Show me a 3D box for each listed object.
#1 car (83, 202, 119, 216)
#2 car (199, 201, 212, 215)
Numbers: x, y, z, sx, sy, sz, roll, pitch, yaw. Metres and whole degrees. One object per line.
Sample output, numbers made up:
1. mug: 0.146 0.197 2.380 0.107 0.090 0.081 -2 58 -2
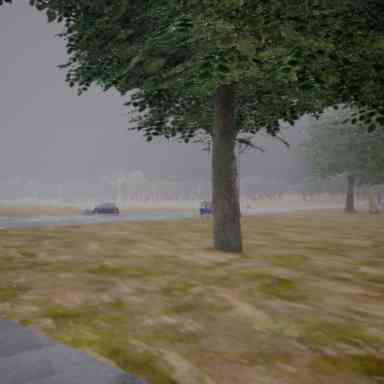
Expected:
1. car: -11.490 2.079 42.115 2.097 1.767 4.553 0 -2 37
2. car: 3.247 2.428 50.158 2.150 2.045 5.566 0 -2 37
